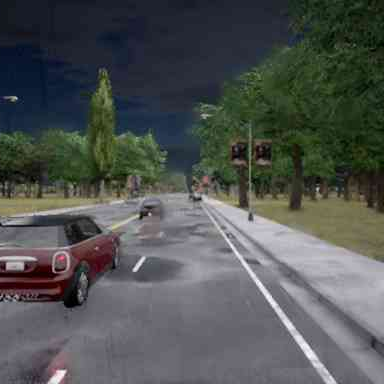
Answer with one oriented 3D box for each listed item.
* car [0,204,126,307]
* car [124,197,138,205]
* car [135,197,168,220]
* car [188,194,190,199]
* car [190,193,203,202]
[{"bbox_3d":[-3.147,1.329,8.056,2.097,1.767,4.553,0,0,0],"label":"car"},{"bbox_3d":[-9.797,1.451,54.005,1.895,1.301,4.718,0,0,0],"label":"car"},{"bbox_3d":[-3.143,1.429,27.288,1.837,1.490,4.892,0,0,0],"label":"car"},{"bbox_3d":[0.019,1.189,87.458,1.837,1.490,4.892,0,0,0],"label":"car"},{"bbox_3d":[1.153,1.288,68.421,1.882,1.535,5.008,0,0,0],"label":"car"}]
